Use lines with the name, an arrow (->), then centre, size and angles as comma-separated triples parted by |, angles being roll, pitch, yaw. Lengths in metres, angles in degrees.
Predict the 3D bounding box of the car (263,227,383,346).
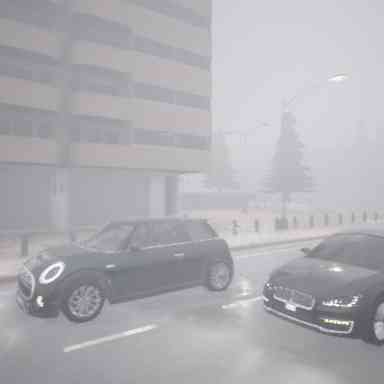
car -> 3.478, 1.505, 6.454 | 4.892, 1.490, 1.837 | 0, 0, -35

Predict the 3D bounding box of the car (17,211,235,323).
car -> -1.275, 1.350, 7.330 | 4.553, 1.767, 2.097 | 0, 0, -35
